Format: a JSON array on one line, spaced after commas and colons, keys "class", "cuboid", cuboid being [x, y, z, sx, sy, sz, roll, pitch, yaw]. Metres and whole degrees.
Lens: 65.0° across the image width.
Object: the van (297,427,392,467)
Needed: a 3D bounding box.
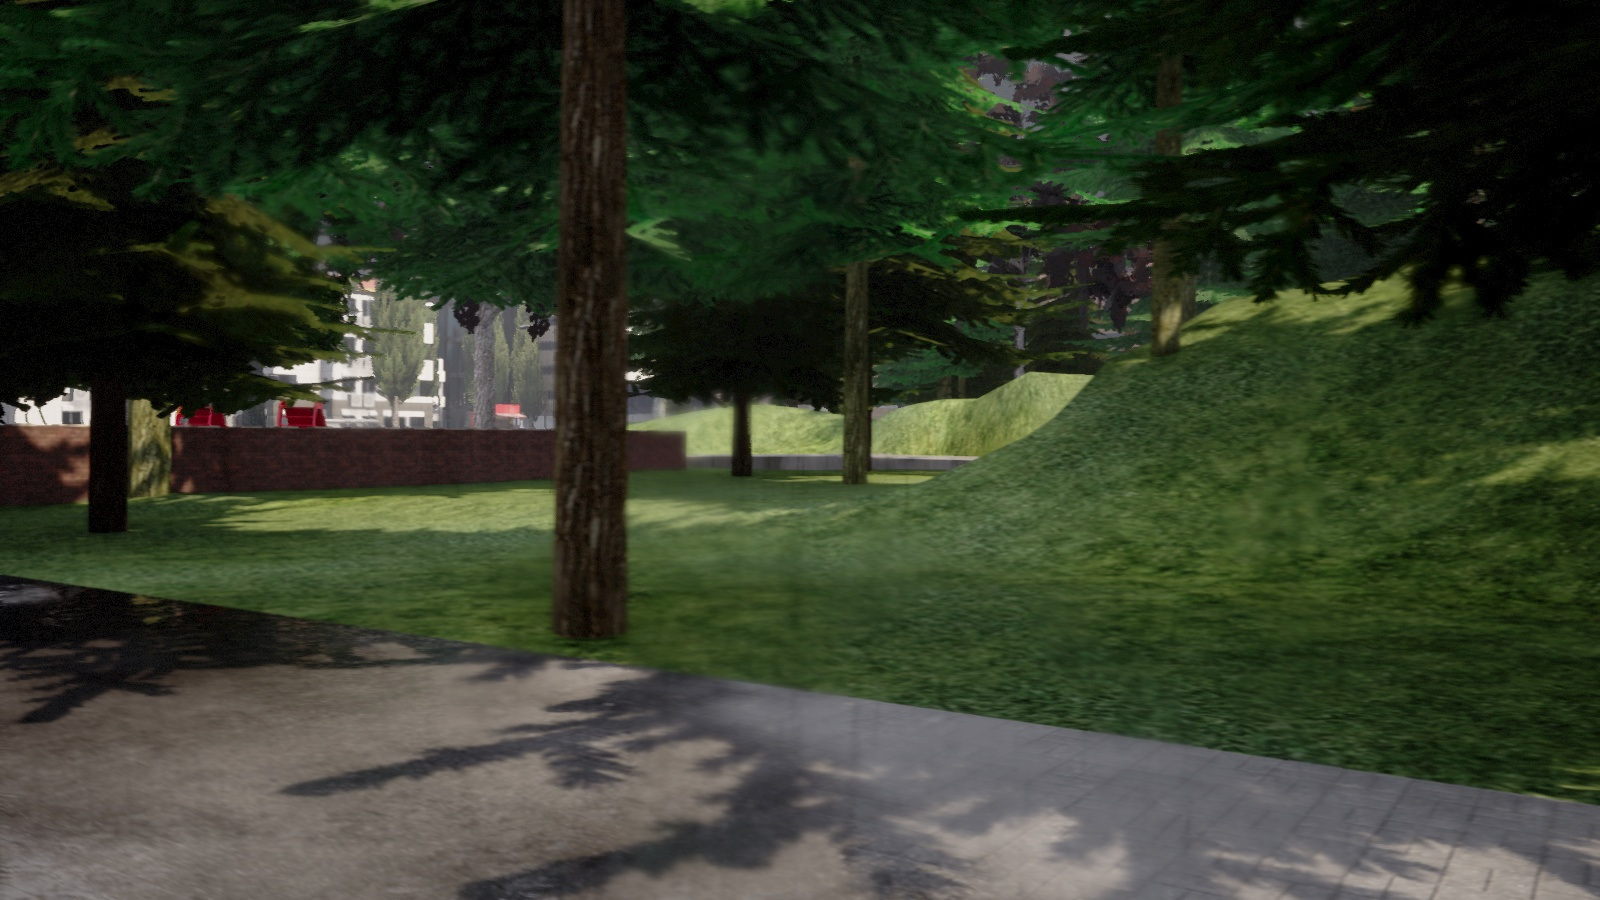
[{"class": "van", "cuboid": [-23.458, -0.188, 64.816, 1.775, 1.987, 4.442, 0, 1, 34]}]
